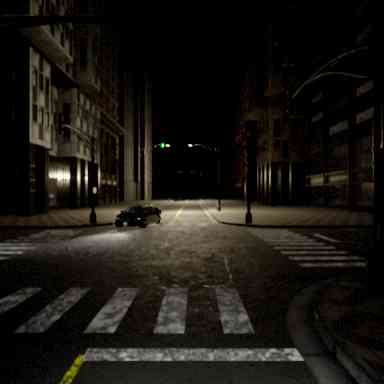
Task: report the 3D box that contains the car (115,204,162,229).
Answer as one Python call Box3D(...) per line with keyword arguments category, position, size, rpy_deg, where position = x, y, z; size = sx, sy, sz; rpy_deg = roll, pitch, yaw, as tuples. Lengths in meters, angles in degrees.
Box3D(category="car", position=(-3.430, 1.590, 22.170), size=(2.128, 1.511, 4.902), rpy_deg=(0, 1, 13))
